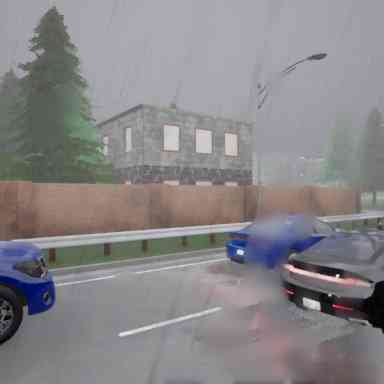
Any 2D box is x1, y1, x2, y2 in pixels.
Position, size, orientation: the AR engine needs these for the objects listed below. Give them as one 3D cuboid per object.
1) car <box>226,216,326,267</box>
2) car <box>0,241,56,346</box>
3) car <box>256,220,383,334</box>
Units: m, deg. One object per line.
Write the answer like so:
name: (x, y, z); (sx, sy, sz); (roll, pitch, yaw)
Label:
car: (3.324, 1.478, 10.436); (5.008, 1.535, 1.882); (0, 0, -36)
car: (-4.906, 1.222, 4.540); (5.566, 2.045, 2.150); (0, 0, -35)
car: (3.795, 1.491, 6.473); (4.902, 1.511, 2.128); (0, 0, -35)
